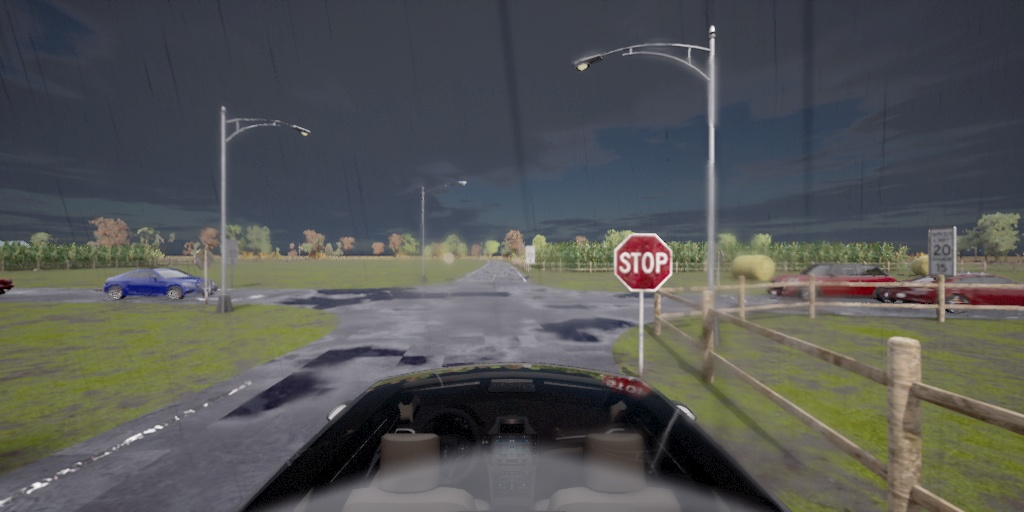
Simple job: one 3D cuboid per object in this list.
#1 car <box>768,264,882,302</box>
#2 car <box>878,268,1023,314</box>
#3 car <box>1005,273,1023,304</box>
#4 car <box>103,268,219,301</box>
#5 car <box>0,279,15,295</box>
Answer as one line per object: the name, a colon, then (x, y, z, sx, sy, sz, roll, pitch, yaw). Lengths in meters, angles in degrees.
car: (14.596, 1.143, 16.533, 4.553, 1.767, 2.097, 0, 0, 10)
car: (17.050, 1.329, 13.203, 4.674, 1.442, 1.812, 0, 0, 11)
car: (24.282, 1.398, 14.688, 4.718, 1.301, 1.895, 0, 0, 12)
car: (-16.762, 1.312, 17.186, 4.674, 1.442, 1.812, 0, 0, 3)
car: (-27.806, 1.384, 17.580, 4.718, 1.301, 1.895, 0, 0, 1)
